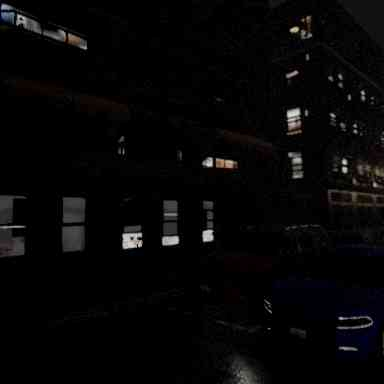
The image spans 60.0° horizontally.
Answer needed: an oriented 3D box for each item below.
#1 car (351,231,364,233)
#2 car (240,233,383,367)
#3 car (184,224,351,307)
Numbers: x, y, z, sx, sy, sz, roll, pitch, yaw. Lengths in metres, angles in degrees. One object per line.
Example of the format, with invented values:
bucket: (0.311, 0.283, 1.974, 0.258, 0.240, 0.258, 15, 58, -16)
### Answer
car: (6.098, 2.223, 12.818, 4.507, 1.381, 1.887, 2, -4, -44)
car: (3.315, 1.818, 6.555, 5.008, 1.535, 1.882, 2, -5, -44)
car: (2.091, 1.839, 8.959, 5.009, 1.841, 2.192, 2, -4, -44)
